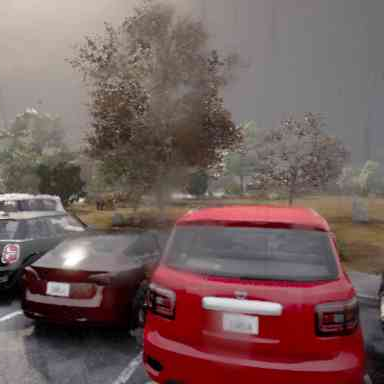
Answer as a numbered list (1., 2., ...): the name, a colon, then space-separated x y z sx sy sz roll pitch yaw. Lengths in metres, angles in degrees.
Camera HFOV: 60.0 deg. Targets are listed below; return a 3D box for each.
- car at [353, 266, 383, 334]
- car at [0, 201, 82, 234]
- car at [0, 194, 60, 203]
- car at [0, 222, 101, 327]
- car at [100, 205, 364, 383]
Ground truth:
1. car: 3.522 1.493 3.618 2.231 1.521 4.892 1 0 15
2. car: -3.786 1.276 8.722 2.185 1.767 4.553 1 0 15
3. car: -6.223 1.100 10.416 2.435 2.045 5.566 2 0 14
4. car: -1.338 1.472 7.078 2.163 1.488 4.792 1 0 15
5. car: 1.097 1.221 5.366 2.435 2.045 5.566 0 0 15
